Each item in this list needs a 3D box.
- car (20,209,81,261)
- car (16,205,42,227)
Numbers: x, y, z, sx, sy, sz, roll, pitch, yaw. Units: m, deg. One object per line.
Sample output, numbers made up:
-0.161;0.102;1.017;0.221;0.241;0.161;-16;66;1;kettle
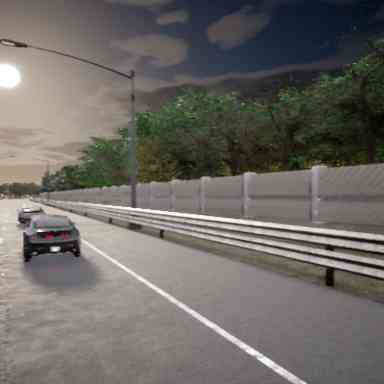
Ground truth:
-5.654;1.639;13.160;1.837;1.490;4.892;0;0;-28;car
-12.741;1.780;26.386;2.128;1.511;4.902;0;0;-28;car
